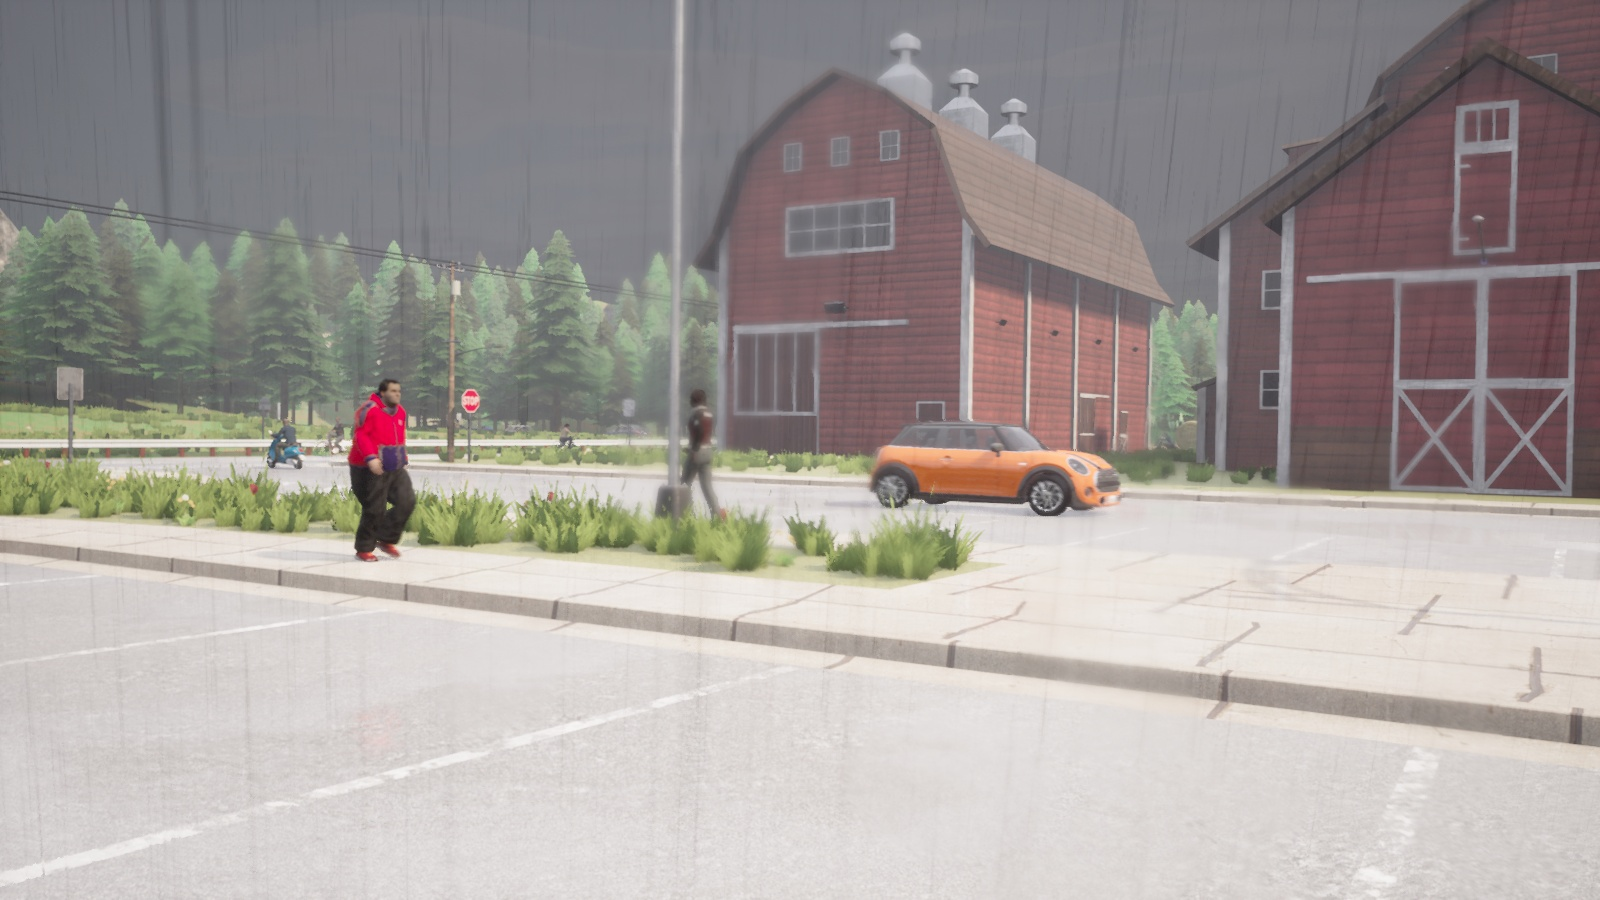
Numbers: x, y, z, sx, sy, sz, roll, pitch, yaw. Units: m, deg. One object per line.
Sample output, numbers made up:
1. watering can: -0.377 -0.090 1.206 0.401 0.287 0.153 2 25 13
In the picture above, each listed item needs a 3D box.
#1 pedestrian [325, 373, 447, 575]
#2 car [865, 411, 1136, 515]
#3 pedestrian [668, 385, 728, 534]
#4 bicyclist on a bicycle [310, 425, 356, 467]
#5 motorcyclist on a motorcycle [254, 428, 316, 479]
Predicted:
1. pedestrian: -3.931 0.210 11.939 0.899 1.844 0.634 0 1 27
2. car: 3.720 0.189 23.484 4.553 1.767 2.097 0 1 31
3. pedestrian: -1.339 0.122 16.557 0.666 1.930 0.402 0 1 31
4. bicyclist on a bicycle: -20.078 -0.191 54.010 0.659 1.776 1.843 0 1 32
5. motorcyclist on a motorcycle: -16.316 0.108 39.779 1.817 1.590 0.866 0 1 31
